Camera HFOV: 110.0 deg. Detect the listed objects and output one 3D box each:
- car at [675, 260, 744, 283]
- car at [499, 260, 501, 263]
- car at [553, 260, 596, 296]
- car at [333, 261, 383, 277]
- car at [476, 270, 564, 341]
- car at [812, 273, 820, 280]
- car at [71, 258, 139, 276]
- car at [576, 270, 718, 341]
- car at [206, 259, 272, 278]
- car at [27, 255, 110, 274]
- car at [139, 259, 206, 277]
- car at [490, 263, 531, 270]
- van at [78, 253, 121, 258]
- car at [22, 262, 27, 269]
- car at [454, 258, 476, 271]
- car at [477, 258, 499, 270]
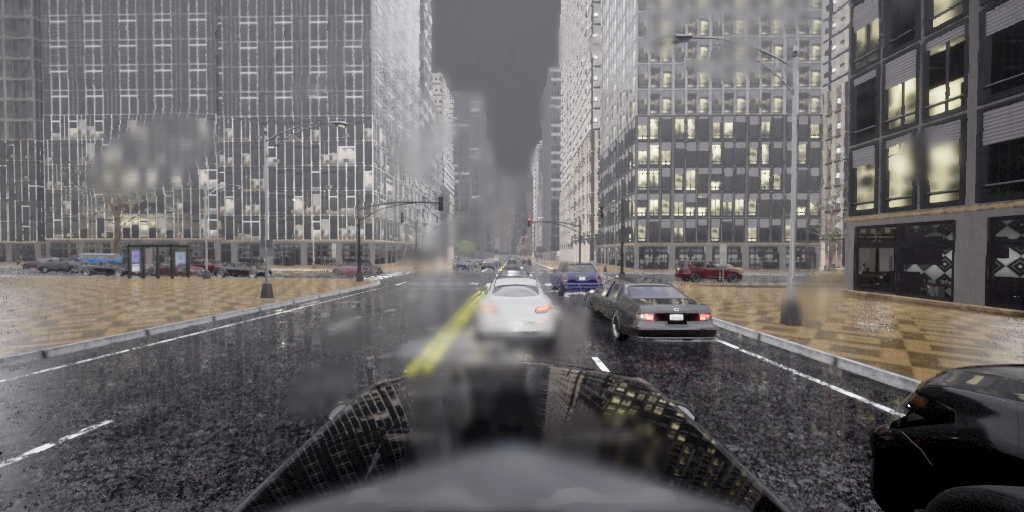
[{"bbox_3d":[16.198,1.269,29.767,5.009,1.841,2.192,0,0,1],"label":"car"},{"bbox_3d":[-3.317,1.304,61.030,1.895,1.301,4.718,0,0,0],"label":"car"},{"bbox_3d":[3.353,1.093,19.215,2.097,1.767,4.553,0,0,0],"label":"car"},{"bbox_3d":[-14.156,1.203,33.012,4.181,1.385,1.994,0,1,-1],"label":"car"},{"bbox_3d":[0.100,1.272,9.688,1.812,1.442,4.674,0,0,0],"label":"car"},{"bbox_3d":[27.647,1.579,29.569,4.829,1.417,1.751,0,0,1],"label":"car"},{"bbox_3d":[-34.091,1.069,30.609,4.313,1.339,1.948,0,0,1],"label":"car"},{"bbox_3d":[3.353,1.293,9.829,2.033,1.411,5.357,0,0,0],"label":"car"},{"bbox_3d":[-22.727,1.174,30.301,4.313,1.339,1.948,0,0,1],"label":"car"},{"bbox_3d":[-41.102,0.889,33.394,4.902,1.511,2.128,0,1,1],"label":"car"},{"bbox_3d":[-28.411,1.138,30.435,4.207,1.307,1.802,0,0,1],"label":"car"},{"bbox_3d":[0.102,1.288,18.933,2.033,1.411,5.357,0,0,0],"label":"car"},{"bbox_3d":[-45.281,0.605,39.271,3.998,1.789,1.690,0,0,1],"label":"van"},{"bbox_3d":[-50.963,0.793,39.388,4.207,1.307,1.802,0,0,1],"label":"car"},{"bbox_3d":[-6.616,1.068,49.285,2.097,1.767,4.553,0,0,1],"label":"car"},{"bbox_3d":[-3.334,1.262,51.269,2.033,1.411,5.357,0,0,0],"label":"car"}]
